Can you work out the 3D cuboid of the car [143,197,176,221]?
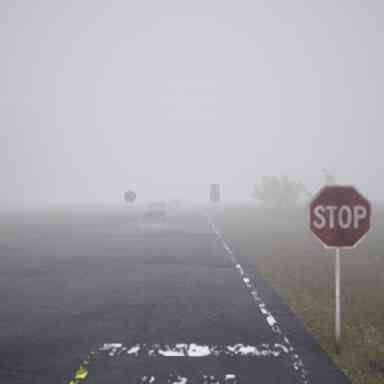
[{"bbox_3d":[-2.753,1.507,27.573,1.882,1.535,5.008,1,0,3],"label":"car"}]

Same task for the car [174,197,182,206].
[{"bbox_3d":[-2.631,1.527,54.585,1.882,1.535,5.008,0,0,0],"label":"car"}]
